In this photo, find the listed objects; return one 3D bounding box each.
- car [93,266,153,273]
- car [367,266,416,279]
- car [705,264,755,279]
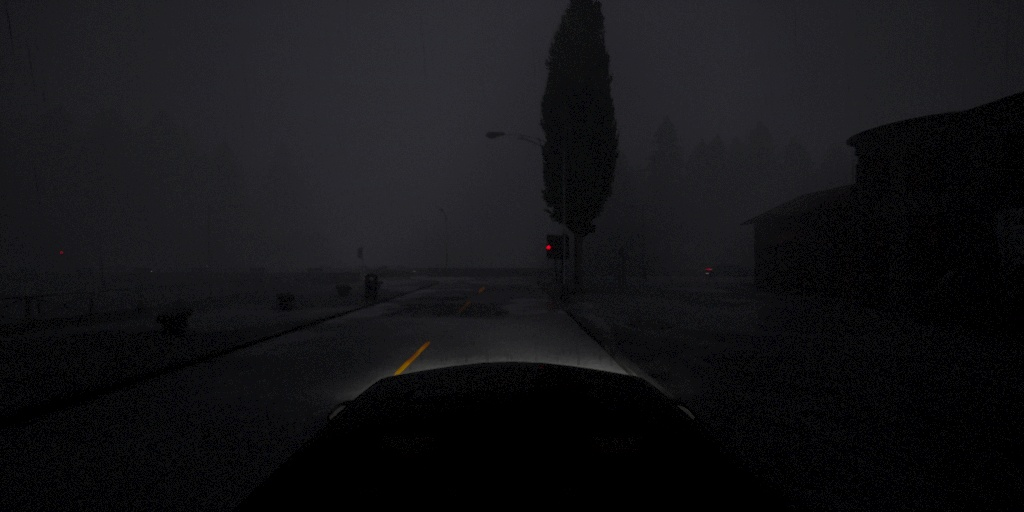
[{"bbox_3d":[-40.823,1.686,37.724,4.718,1.301,1.895,0,-1,0],"label":"car"},{"bbox_3d":[-12.603,1.687,37.722,4.718,1.301,1.895,0,-1,0],"label":"car"},{"bbox_3d":[22.947,1.587,37.721,4.892,1.490,1.837,0,-1,0],"label":"car"}]
